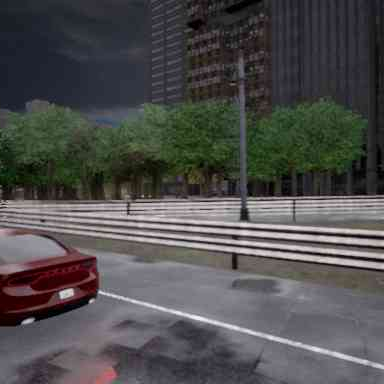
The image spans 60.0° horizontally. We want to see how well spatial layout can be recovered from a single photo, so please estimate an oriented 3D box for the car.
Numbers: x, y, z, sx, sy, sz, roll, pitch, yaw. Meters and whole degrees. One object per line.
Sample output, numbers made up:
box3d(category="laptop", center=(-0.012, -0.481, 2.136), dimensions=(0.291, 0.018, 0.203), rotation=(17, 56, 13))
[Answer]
box3d(category="car", center=(-4.044, 1.494, 6.854), dimensions=(5.008, 1.535, 1.882), rotation=(0, 0, 36))
